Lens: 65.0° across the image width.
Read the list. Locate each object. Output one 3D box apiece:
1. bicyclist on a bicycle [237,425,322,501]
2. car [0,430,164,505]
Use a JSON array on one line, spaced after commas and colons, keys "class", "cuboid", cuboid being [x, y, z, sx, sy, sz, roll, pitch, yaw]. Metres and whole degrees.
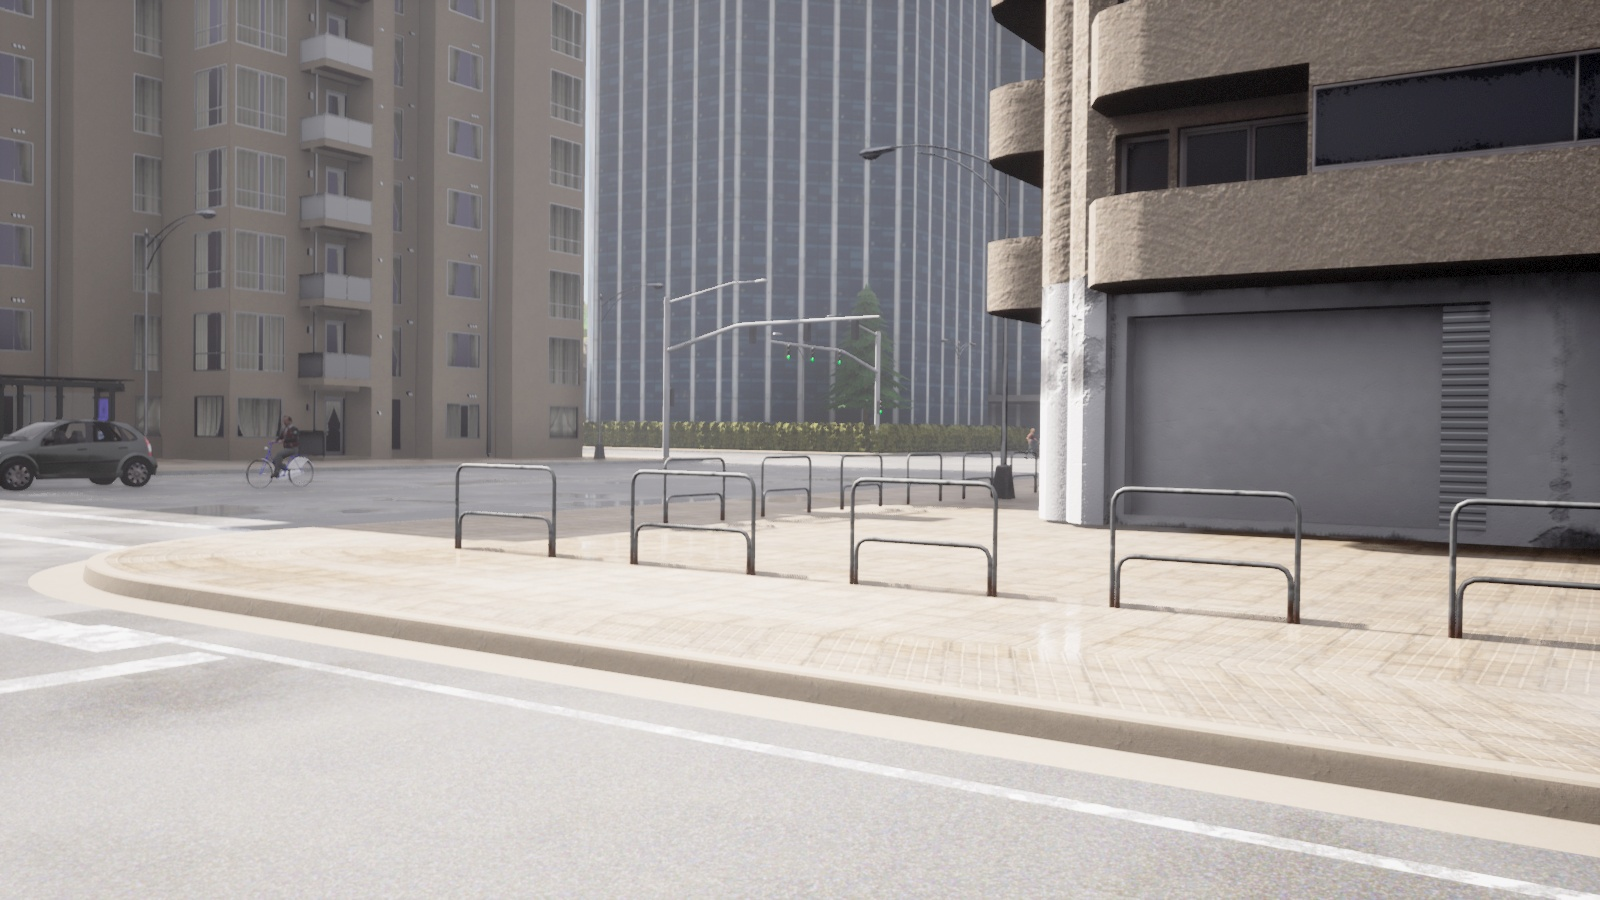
[{"class": "bicyclist on a bicycle", "cuboid": [-12.545, 0.285, 30.303, 0.659, 1.776, 1.843, 0, 1, 32]}, {"class": "car", "cuboid": [-17.315, 0.360, 29.321, 1.851, 1.617, 3.988, 0, 1, 33]}]
